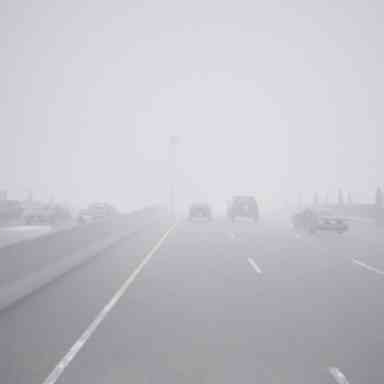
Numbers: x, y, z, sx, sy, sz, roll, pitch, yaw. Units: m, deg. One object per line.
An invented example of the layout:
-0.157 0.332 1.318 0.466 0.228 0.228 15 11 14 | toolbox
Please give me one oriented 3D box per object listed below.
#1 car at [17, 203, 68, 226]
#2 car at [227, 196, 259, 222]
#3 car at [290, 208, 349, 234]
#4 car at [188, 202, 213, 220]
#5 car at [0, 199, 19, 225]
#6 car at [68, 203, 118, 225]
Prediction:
-10.097 1.564 23.547 1.994 1.385 4.181 0 0 1 | car
4.193 1.352 28.046 2.150 2.045 5.566 0 0 1 | car
7.518 1.667 20.077 2.033 1.411 5.357 0 0 1 | car
0.708 1.618 28.832 1.837 1.490 4.892 0 -1 1 | car
-13.604 1.326 23.188 2.097 1.767 4.553 0 0 1 | car
-6.597 1.517 23.496 2.128 1.511 4.902 0 0 1 | car
